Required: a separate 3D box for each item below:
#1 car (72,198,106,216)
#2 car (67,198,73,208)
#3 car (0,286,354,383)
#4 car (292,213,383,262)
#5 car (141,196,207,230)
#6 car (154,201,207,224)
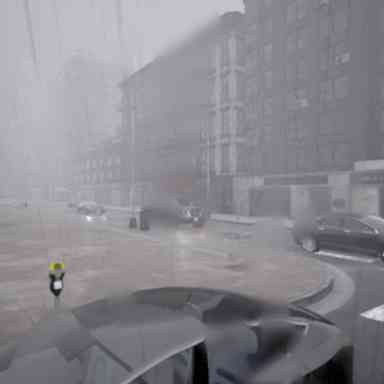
[{"bbox_3d":[-10.593,1.618,34.689,1.812,1.442,4.674,0,0,-36],"label":"car"},{"bbox_3d":[-16.681,1.619,48.228,2.128,1.511,4.902,0,0,-36],"label":"car"},{"bbox_3d":[-0.526,1.566,2.439,4.313,1.339,1.947,0,0,-36],"label":"car"},{"bbox_3d":[5.884,1.520,11.688,1.837,1.490,4.892,0,0,-36],"label":"car"},{"bbox_3d":[-1.355,1.270,21.781,2.150,2.045,5.566,0,0,-36],"label":"car"},{"bbox_3d":[-1.053,1.554,26.429,1.837,1.490,4.892,0,0,-36],"label":"car"}]
